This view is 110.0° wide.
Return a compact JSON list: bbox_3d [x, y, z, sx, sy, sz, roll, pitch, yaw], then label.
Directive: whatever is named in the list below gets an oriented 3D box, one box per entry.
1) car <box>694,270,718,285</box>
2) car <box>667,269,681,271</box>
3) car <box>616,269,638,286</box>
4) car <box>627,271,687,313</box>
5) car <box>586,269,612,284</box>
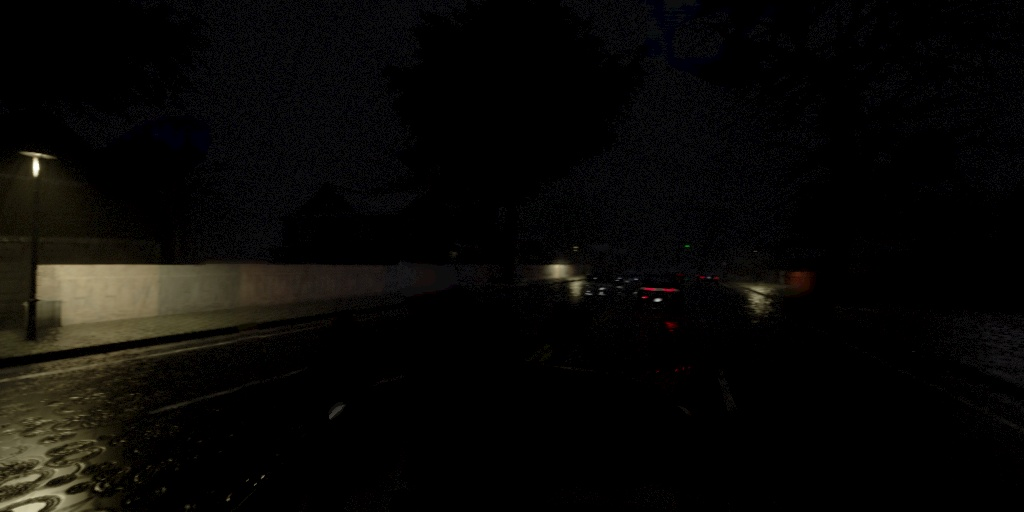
[{"bbox_3d":[21.167,2.312,38.798,2.033,1.411,5.357,1,-1,26],"label":"car"},{"bbox_3d":[17.446,2.148,38.547,1.882,1.535,5.008,1,-1,26],"label":"car"},{"bbox_3d":[10.823,1.955,32.708,1.812,1.442,4.674,1,-1,26],"label":"car"},{"bbox_3d":[6.866,1.603,16.464,2.128,1.511,4.902,1,-1,26],"label":"car"},{"bbox_3d":[8.806,1.989,36.016,1.994,1.385,4.181,1,-1,26],"label":"car"}]
